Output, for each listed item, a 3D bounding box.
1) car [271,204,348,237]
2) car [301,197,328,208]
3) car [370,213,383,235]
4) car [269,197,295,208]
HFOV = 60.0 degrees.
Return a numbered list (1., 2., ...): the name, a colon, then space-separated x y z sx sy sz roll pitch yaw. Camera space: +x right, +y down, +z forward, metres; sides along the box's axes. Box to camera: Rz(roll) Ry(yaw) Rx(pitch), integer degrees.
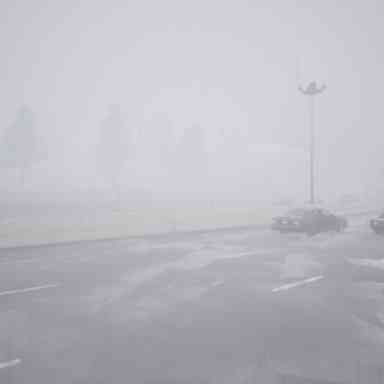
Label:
1. car: 6.498 1.560 18.161 5.357 1.411 2.033 0 0 -41
2. car: 18.538 1.528 50.158 2.128 1.511 4.902 0 0 41
3. car: 11.394 1.615 17.832 4.718 1.301 1.895 0 0 -42
4. car: 13.519 1.538 49.781 1.837 1.490 4.892 2 1 42
